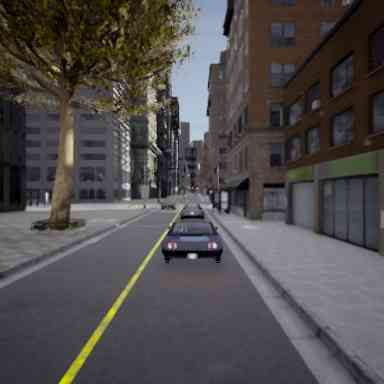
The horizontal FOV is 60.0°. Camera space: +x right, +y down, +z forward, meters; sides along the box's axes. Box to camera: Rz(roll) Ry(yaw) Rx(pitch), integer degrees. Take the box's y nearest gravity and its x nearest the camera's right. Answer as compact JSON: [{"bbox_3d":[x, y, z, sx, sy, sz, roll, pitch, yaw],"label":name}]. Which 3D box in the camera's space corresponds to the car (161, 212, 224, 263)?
[{"bbox_3d":[0.033,1.632,12.120,1.895,1.301,4.718,0,0,1],"label":"car"}]

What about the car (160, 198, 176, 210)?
[{"bbox_3d":[-3.053,1.605,43.819,1.837,1.490,4.892,0,-1,1],"label":"car"}]

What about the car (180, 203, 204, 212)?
[{"bbox_3d":[0.039,1.632,28.043,1.994,1.385,4.181,0,0,1],"label":"car"}]
